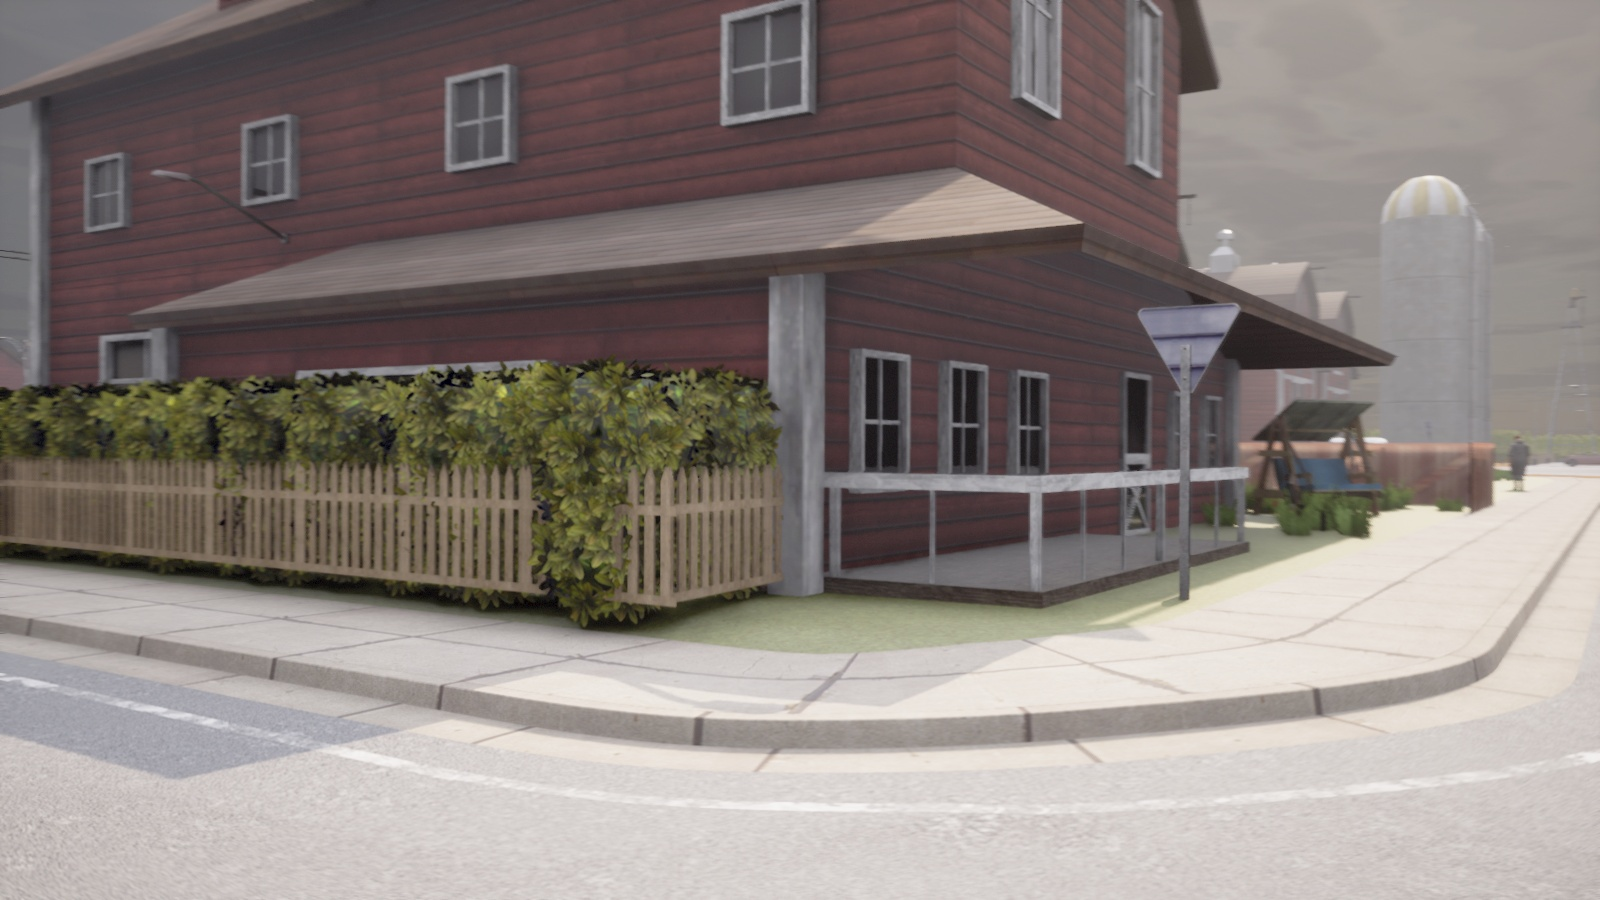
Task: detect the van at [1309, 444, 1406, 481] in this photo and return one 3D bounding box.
[{"bbox_3d":[31.392,0.681,70.783,2.069,2.038,4.480,1,0,-40],"label":"van"}]

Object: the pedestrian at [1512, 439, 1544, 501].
[{"bbox_3d":[23.314,0.625,40.222,0.659,1.952,0.873,1,0,17],"label":"pedestrian"}]
